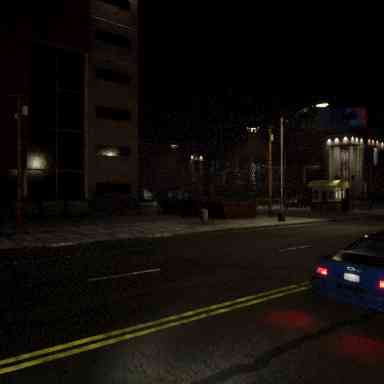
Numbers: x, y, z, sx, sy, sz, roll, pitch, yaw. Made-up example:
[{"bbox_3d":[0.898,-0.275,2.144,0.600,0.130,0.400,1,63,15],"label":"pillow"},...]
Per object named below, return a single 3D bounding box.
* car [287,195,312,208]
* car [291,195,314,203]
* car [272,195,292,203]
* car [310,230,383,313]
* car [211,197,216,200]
[{"bbox_3d":[14.835,1.254,45.971,4.553,1.767,2.185,0,0,-36],"label":"car"},{"bbox_3d":[21.667,1.420,65.059,4.674,1.452,2.002,0,0,-36],"label":"car"},{"bbox_3d":[18.744,1.452,69.049,3.806,1.475,1.970,0,0,-36],"label":"car"},{"bbox_3d":[4.852,1.547,7.292,5.357,1.411,2.033,0,0,-35],"label":"car"},{"bbox_3d":[4.040,1.575,60.500,4.718,1.301,1.895,0,0,-36],"label":"car"}]
